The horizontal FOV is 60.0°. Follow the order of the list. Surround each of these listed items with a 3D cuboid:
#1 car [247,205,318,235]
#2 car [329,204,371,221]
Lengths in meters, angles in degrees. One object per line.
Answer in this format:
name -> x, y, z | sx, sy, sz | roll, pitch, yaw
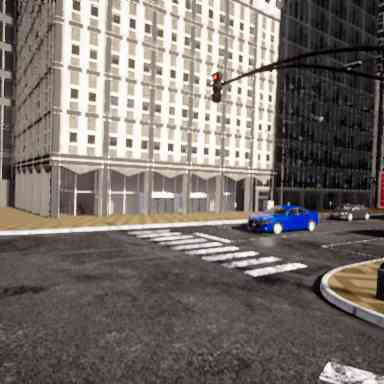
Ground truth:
car -> 5.430, 1.548, 19.693 | 5.008, 1.535, 1.882 | 1, 2, -36
car -> 13.398, 1.671, 28.161 | 4.403, 1.369, 2.008 | 1, 2, -34
